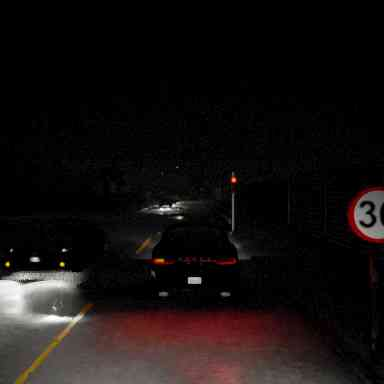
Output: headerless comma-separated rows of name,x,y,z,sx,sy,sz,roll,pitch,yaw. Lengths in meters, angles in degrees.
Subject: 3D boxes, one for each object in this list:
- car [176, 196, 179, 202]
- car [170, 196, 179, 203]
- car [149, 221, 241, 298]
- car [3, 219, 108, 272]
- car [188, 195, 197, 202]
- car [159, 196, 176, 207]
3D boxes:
car,-3.915,1.489,60.881,2.128,1.511,4.902,0,0,1
car,-3.813,1.593,73.369,1.895,1.301,4.718,0,0,0
car,0.073,1.477,8.600,1.882,1.535,5.008,0,0,1
car,-4.073,1.563,10.610,1.994,1.385,4.181,0,0,0
car,0.182,1.337,71.375,1.812,1.442,4.674,0,0,0
car,-3.965,1.490,50.921,2.128,1.511,4.902,0,0,0
